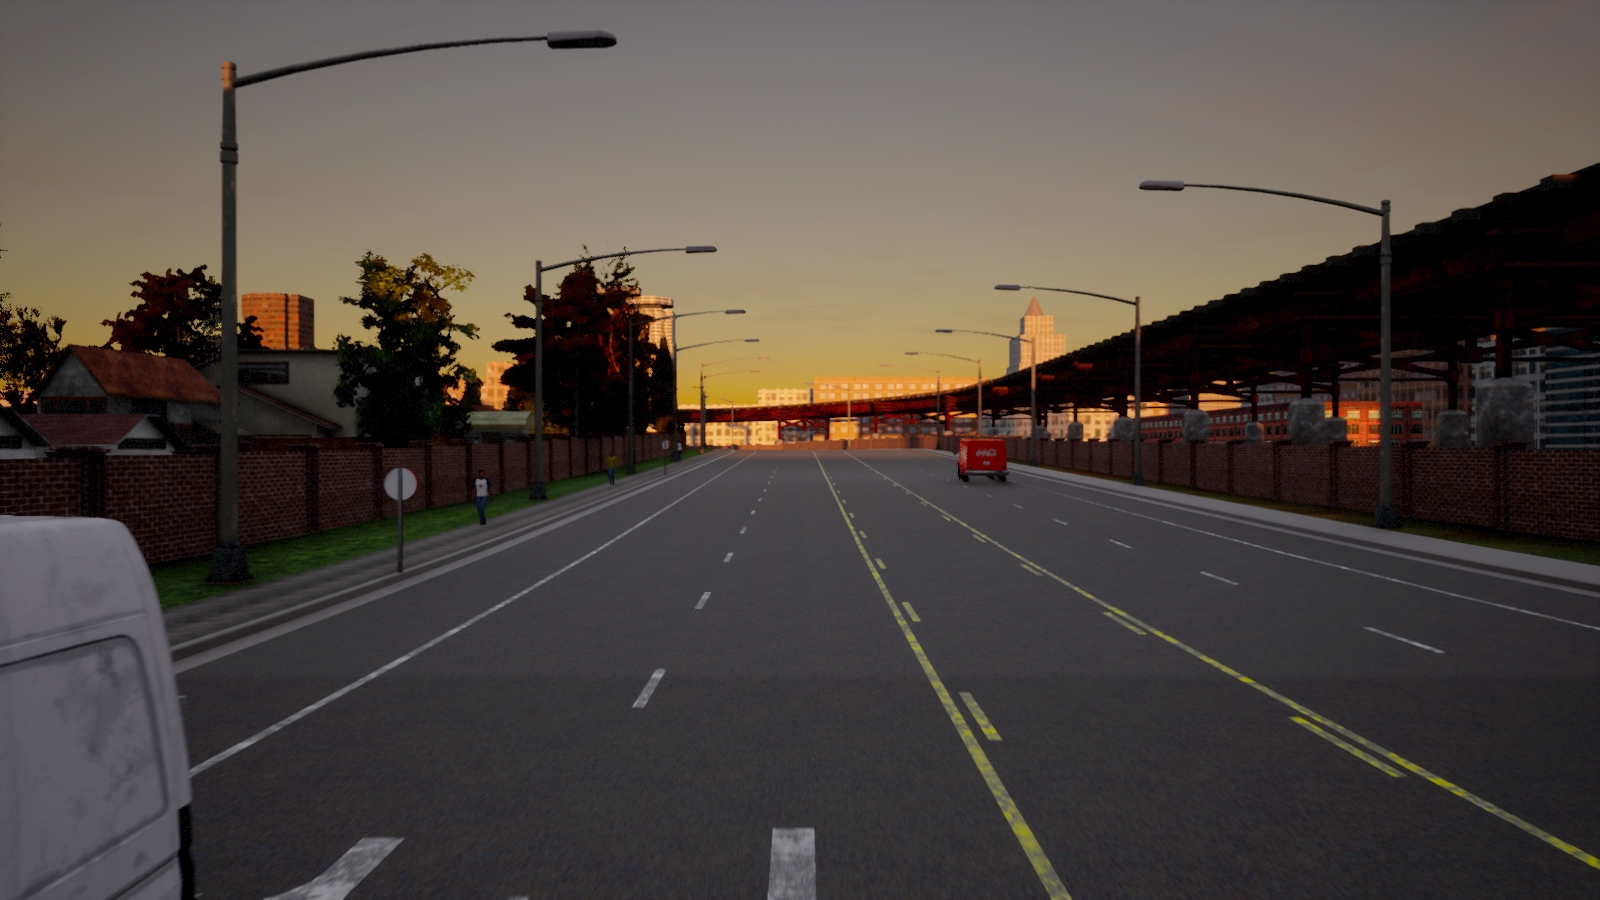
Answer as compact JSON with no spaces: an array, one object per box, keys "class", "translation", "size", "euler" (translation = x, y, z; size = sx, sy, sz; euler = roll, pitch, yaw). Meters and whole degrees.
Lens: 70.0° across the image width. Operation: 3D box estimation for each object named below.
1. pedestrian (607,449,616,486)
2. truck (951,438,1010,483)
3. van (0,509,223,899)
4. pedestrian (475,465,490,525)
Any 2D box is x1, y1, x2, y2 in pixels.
[{"class":"pedestrian","translation":[-9.624,0.879,58.403],"size":[0.375,1.860,0.375],"euler":[0,0,-1]},{"class":"truck","translation":[10.498,0.567,66.829],"size":[2.627,2.467,5.204],"euler":[0,1,0]},{"class":"van","translation":[-3.495,1.534,1.990],"size":[1.988,2.561,5.915],"euler":[0,0,0]},{"class":"pedestrian","translation":[-9.823,1.391,35.369],"size":[0.375,1.860,0.375],"euler":[0,0,-2]}]
